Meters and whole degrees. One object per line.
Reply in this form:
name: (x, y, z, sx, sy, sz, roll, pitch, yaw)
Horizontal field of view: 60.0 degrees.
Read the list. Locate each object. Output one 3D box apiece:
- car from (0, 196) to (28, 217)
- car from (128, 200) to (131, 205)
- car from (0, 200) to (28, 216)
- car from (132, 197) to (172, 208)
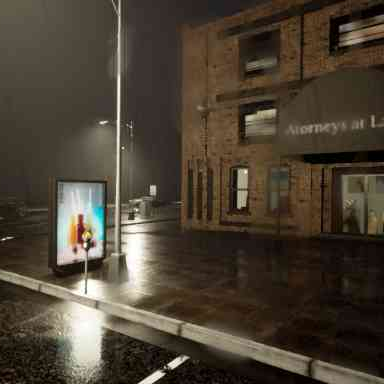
car: (-16.006, 1.232, 27.136, 2.097, 1.767, 4.553, 1, 1, 35)
car: (-6.525, 1.315, 45.755, 1.895, 1.301, 4.718, 1, 1, 36)
car: (-17.745, 1.429, 30.348, 1.895, 1.301, 4.718, 1, 1, 33)
car: (-4.799, 1.311, 42.616, 2.033, 1.411, 5.357, 1, 1, 36)
